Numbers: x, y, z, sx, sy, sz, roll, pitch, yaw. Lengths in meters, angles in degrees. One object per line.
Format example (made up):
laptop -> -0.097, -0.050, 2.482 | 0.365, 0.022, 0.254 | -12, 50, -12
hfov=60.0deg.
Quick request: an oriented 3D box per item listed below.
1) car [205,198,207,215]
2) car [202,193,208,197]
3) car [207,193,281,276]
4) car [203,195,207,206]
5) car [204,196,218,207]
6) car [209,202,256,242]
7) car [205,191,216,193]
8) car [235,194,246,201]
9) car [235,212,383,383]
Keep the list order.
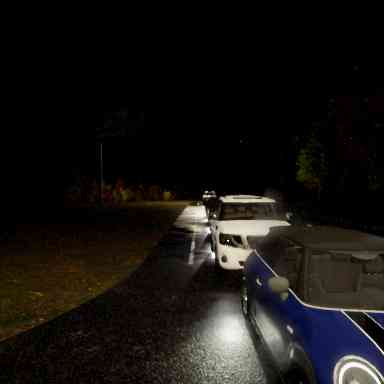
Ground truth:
car -> 2.028, 1.380, 23.072 | 1.837, 1.490, 4.892 | 0, 0, 1
car -> 2.491, 1.275, 41.580 | 2.128, 1.511, 4.902 | 0, 0, 2
car -> 1.733, 1.160, 10.485 | 2.150, 2.045, 5.566 | 0, 0, 1
car -> 2.179, 1.322, 29.326 | 1.882, 1.535, 5.008 | 0, 0, 1
car -> 2.682, 1.314, 47.988 | 1.994, 1.385, 4.181 | 0, 0, 3
car -> 1.876, 1.384, 16.825 | 1.882, 1.535, 5.008 | 0, 0, 1
car -> 2.874, 0.938, 54.421 | 2.150, 2.045, 5.566 | 0, 0, 2
car -> 10.168, 1.159, 69.976 | 1.812, 1.442, 4.674 | 0, 0, 1
car -> 1.940, 1.338, 4.138 | 2.097, 1.767, 4.553 | 0, 0, 0
